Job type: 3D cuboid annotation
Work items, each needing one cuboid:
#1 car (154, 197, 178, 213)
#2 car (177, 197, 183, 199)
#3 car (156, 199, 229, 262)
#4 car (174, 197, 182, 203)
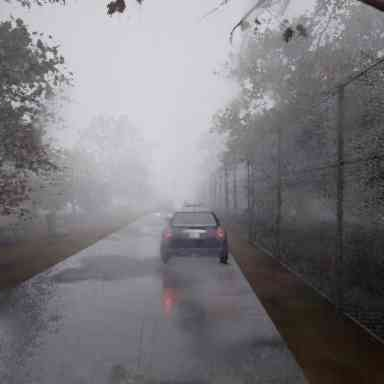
[{"bbox_3d":[-2.937,1.489,36.205,2.033,1.411,5.357,0,0,0],"label":"car"},{"bbox_3d":[0.035,1.418,28.555,2.128,1.511,4.902,0,0,0],"label":"car"},{"bbox_3d":[0.079,1.316,12.051,2.097,1.767,4.553,0,0,0],"label":"car"},{"bbox_3d":[-3.174,1.832,77.513,1.812,1.442,4.674,0,-1,-1],"label":"car"}]
